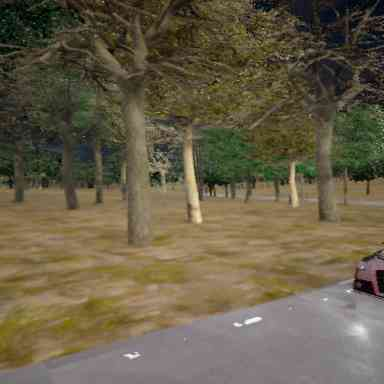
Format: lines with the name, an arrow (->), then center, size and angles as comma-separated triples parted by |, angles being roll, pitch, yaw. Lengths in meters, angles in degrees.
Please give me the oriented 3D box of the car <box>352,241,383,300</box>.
car -> 5.364, 1.554, 7.266 | 4.181, 1.385, 1.994 | 0, 0, -36
